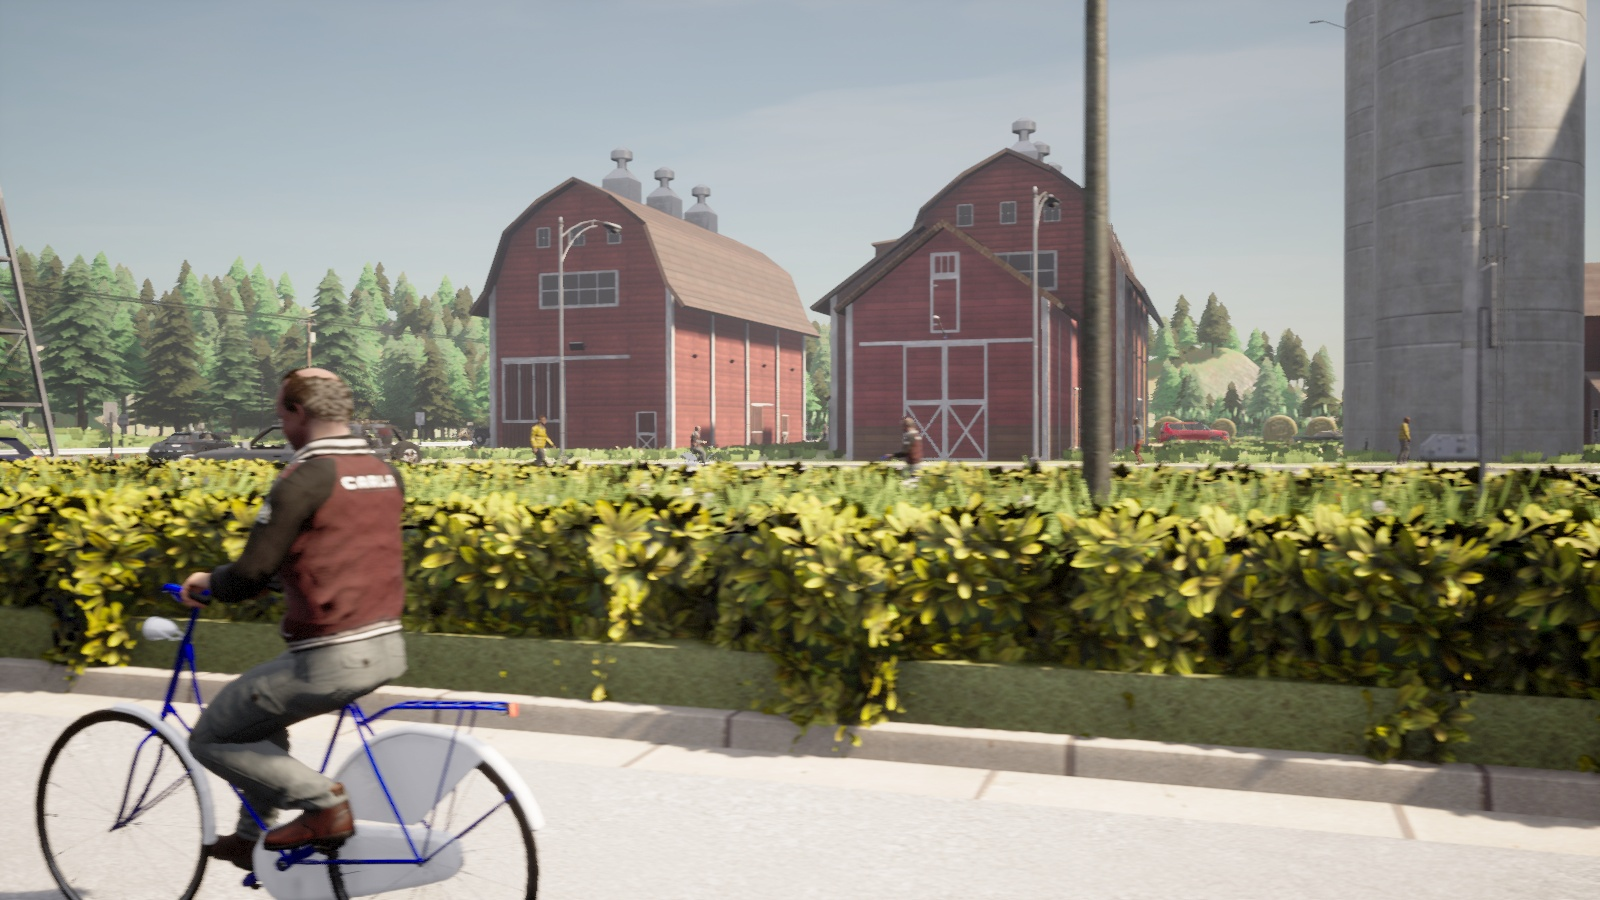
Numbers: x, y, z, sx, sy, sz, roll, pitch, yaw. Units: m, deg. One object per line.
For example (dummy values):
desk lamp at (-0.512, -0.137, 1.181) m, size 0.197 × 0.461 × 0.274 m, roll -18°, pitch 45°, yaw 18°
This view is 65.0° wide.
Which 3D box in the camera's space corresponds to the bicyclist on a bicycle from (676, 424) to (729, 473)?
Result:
bicyclist on a bicycle at (-3.596, -0.057, 46.220) m, size 1.843 × 1.776 × 0.659 m, roll 0°, pitch 1°, yaw 18°

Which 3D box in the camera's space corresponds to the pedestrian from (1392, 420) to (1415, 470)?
pedestrian at (22.437, -0.182, 46.695) m, size 0.726 × 1.835 × 0.370 m, roll 1°, pitch 1°, yaw 19°

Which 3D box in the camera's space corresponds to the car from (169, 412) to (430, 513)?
car at (-9.833, 0.210, 24.719) m, size 4.605 × 1.855 × 1.932 m, roll 0°, pitch 1°, yaw 19°

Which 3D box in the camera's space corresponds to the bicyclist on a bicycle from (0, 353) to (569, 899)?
bicyclist on a bicycle at (-1.677, 0.631, 3.756) m, size 1.843 × 1.776 × 0.659 m, roll 1°, pitch 1°, yaw 19°

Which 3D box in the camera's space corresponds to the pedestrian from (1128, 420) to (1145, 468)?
pedestrian at (12.910, -0.241, 48.162) m, size 0.614 × 1.847 × 0.353 m, roll 1°, pitch 1°, yaw 18°

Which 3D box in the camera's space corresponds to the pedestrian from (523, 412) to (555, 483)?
pedestrian at (-6.839, -0.078, 32.936) m, size 0.709 × 1.840 × 0.431 m, roll 0°, pitch 1°, yaw 14°

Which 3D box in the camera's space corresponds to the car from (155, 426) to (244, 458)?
car at (-31.843, -0.432, 66.763) m, size 2.033 × 1.649 × 4.856 m, roll 0°, pitch 1°, yaw 5°

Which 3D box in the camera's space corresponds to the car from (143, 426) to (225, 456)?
car at (-34.454, -0.531, 70.339) m, size 1.851 × 1.617 × 3.988 m, roll 1°, pitch 1°, yaw 19°

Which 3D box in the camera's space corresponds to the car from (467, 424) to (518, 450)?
car at (-22.853, -0.959, 93.406) m, size 1.905 × 1.878 × 3.866 m, roll 1°, pitch 1°, yaw 19°

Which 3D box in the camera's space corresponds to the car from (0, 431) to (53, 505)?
car at (-18.161, 0.347, 26.577) m, size 3.633 × 1.501 × 1.845 m, roll 0°, pitch 1°, yaw 3°
